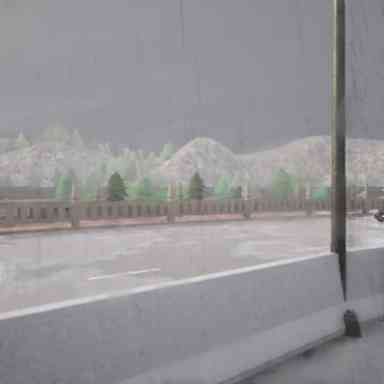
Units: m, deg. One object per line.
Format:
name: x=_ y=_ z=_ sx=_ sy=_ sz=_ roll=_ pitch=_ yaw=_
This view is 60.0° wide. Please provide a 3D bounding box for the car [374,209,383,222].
car: x=14.881 y=1.430 z=23.219 sx=4.181 sy=1.385 sz=1.994 roll=0 pitch=0 yaw=-21
